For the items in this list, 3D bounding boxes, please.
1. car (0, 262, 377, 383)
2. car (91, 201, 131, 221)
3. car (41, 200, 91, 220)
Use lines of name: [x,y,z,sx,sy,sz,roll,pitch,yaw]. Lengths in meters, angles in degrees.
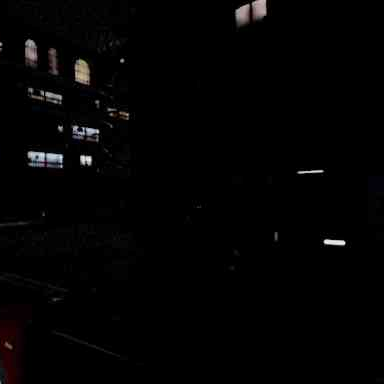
car: [-0.483,1.448,3.300,4.097,1.590,1.967,0,-1,36]
car: [-4.727,1.343,24.661,1.752,1.417,4.829,-1,0,36]
car: [-9.905,1.439,27.410,2.128,1.511,4.902,-2,0,36]
